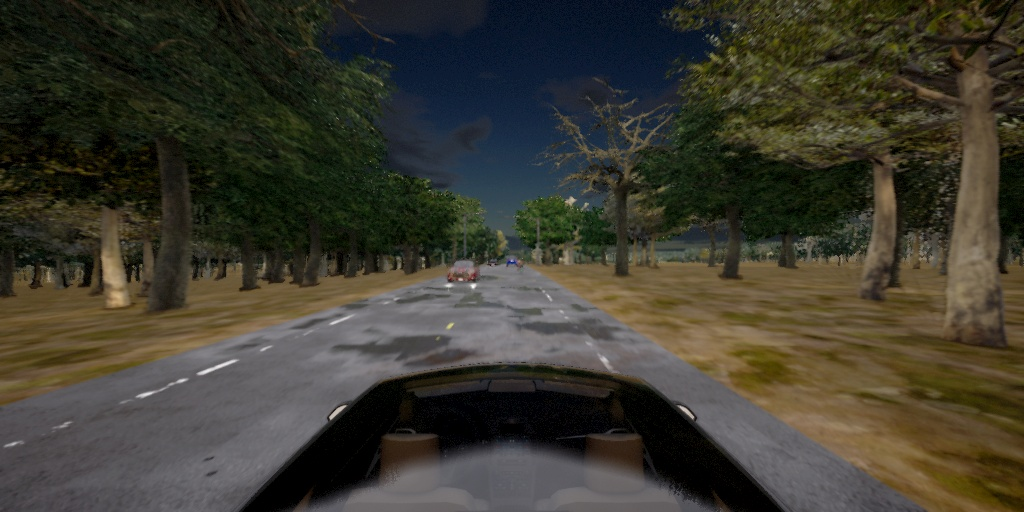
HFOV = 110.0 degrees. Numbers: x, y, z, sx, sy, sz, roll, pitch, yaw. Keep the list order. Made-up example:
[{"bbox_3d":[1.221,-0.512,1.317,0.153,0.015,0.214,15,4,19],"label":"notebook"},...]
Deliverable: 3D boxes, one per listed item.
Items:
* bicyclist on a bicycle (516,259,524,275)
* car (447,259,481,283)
[{"bbox_3d":[0.967,1.159,36.403,0.582,1.620,1.656,0,0,0],"label":"bicyclist on a bicycle"},{"bbox_3d":[-3.581,1.053,27.209,2.097,1.767,4.553,0,0,0],"label":"car"}]
